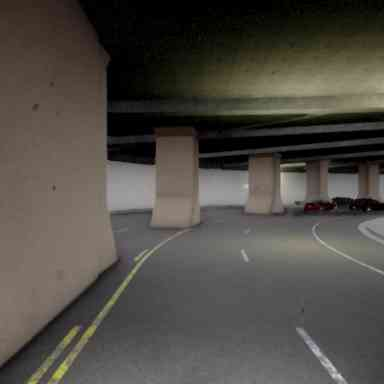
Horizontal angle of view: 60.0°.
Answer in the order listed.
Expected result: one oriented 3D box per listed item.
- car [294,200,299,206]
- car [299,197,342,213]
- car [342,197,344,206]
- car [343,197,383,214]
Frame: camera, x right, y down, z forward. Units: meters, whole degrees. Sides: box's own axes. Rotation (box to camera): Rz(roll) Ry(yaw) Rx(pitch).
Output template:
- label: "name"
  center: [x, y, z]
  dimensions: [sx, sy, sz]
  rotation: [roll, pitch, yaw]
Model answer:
- label: "car"
  center: [17.914, 1.526, 50.866]
  dimensions: [4.718, 1.301, 1.895]
  rotation: [0, 0, -24]
- label: "car"
  center: [14.171, 1.511, 36.530]
  dimensions: [4.181, 1.385, 1.994]
  rotation: [0, 0, -37]
- label: "car"
  center: [21.382, 1.437, 48.548]
  dimensions: [4.892, 1.490, 1.837]
  rotation: [0, 0, -23]
- label: "car"
  center: [18.819, 1.428, 35.458]
  dimensions: [5.008, 1.535, 1.882]
  rotation: [0, 0, -31]
